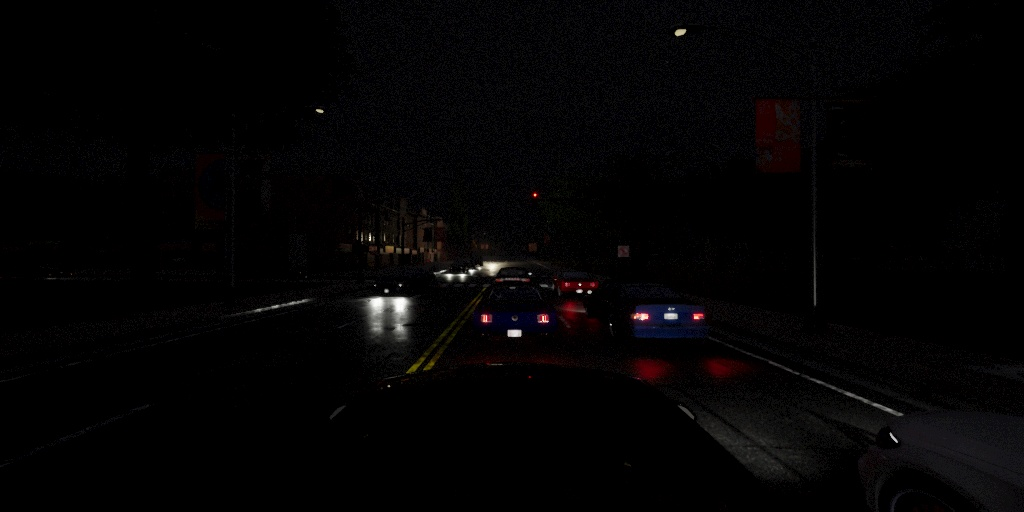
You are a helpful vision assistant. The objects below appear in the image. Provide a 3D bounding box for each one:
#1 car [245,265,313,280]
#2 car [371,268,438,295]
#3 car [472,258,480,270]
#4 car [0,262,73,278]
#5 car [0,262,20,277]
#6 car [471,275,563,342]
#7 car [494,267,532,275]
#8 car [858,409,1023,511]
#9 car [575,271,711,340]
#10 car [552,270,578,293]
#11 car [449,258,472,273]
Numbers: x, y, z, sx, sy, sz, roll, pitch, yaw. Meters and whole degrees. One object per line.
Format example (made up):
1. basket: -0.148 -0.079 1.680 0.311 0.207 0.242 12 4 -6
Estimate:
1. car: -19.584 1.434 30.282 4.718 1.301 1.895 1 0 0
2. car: -5.954 1.392 20.716 2.033 1.411 5.357 0 0 8
3. car: -6.608 1.359 55.156 1.994 1.385 4.181 0 0 1
4. car: -40.077 1.229 30.305 4.181 1.385 1.994 0 0 0
5. car: -49.244 1.240 33.197 4.718 1.301 1.895 0 0 1
6. car: 0.078 1.374 9.875 1.895 1.301 4.718 0 0 0
7. car: 0.044 1.314 19.216 1.882 1.535 5.008 0 0 0
8. car: 3.344 1.275 0.525 1.812 1.442 4.674 0 0 0
9. car: 3.328 1.322 10.000 2.033 1.411 5.357 0 0 0
10. car: 3.296 1.440 19.644 1.895 1.301 4.718 0 0 0
11. car: -6.621 1.340 45.130 1.882 1.535 5.008 0 0 1
